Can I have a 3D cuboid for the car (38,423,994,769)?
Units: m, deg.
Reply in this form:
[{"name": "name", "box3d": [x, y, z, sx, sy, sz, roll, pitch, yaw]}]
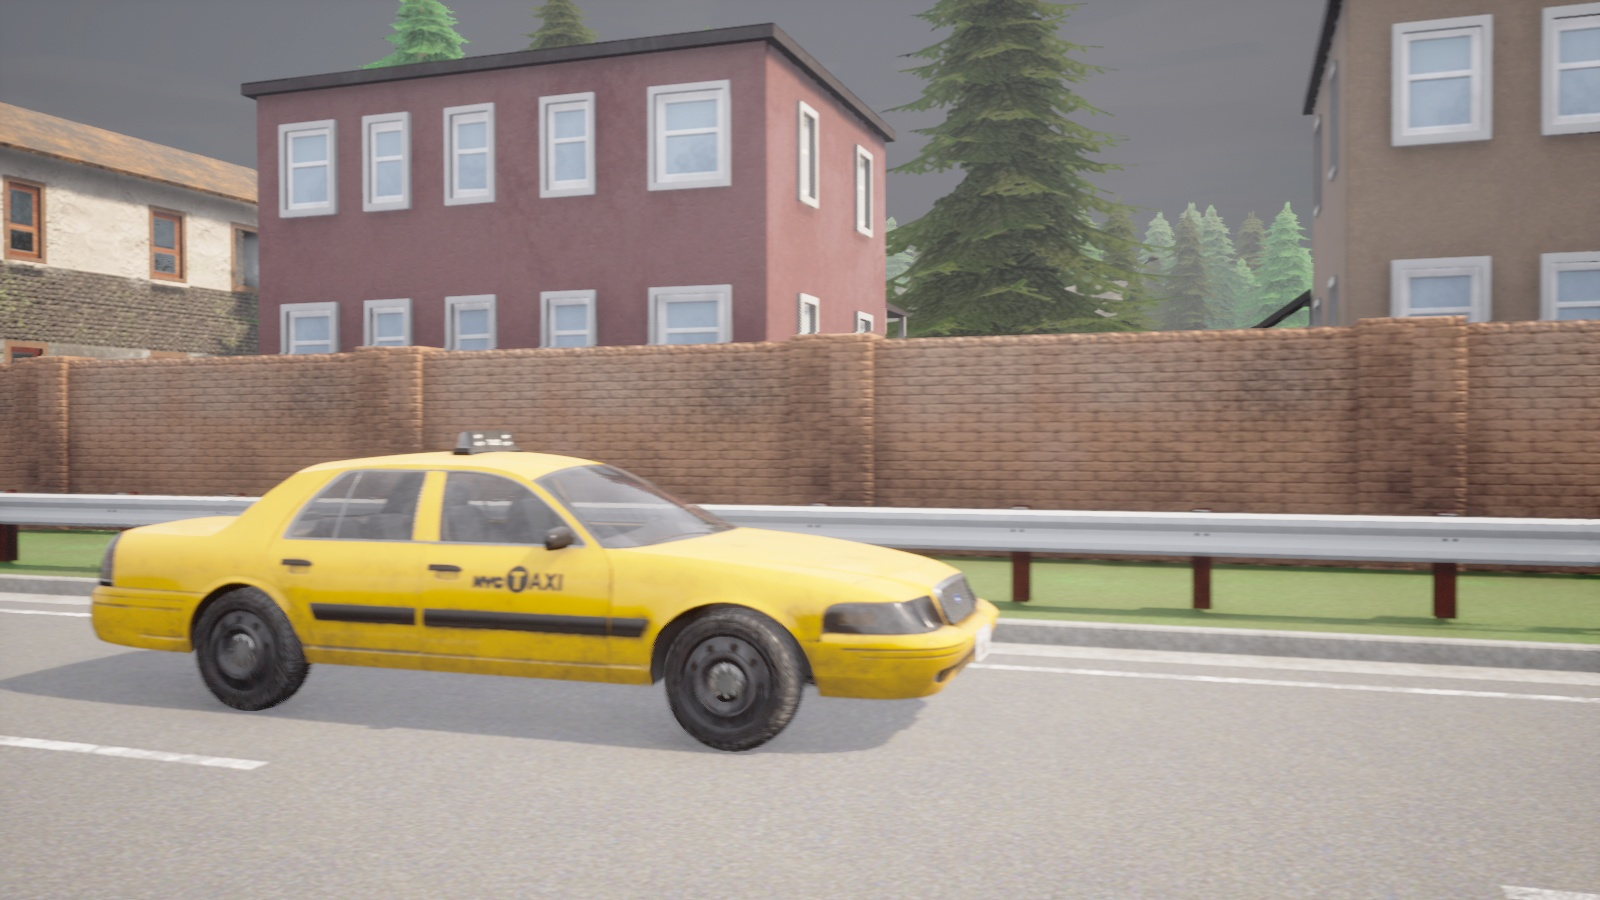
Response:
[{"name": "car", "box3d": [-1.687, 0.640, 7.452, 5.366, 1.575, 1.801, 1, 1, 19]}]
